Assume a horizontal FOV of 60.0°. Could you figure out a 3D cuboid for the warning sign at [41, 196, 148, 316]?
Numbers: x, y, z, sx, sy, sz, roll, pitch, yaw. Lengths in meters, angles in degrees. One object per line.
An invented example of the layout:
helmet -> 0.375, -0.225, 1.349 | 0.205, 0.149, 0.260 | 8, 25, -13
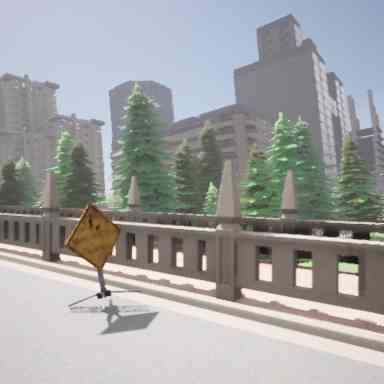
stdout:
warning sign -> -1.808, 1.130, 6.316 | 1.060, 1.860, 1.300 | -8, 2, 35
